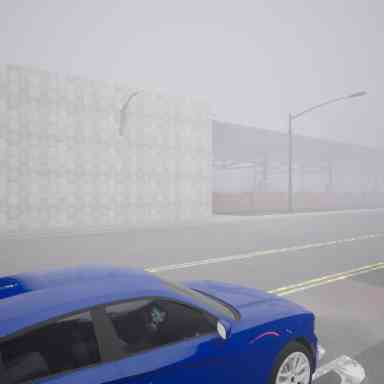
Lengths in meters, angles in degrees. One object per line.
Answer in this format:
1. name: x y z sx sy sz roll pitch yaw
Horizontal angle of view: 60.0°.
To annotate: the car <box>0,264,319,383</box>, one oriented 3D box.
1. car: -0.820 1.478 3.163 5.008 1.535 1.882 0 0 -36
